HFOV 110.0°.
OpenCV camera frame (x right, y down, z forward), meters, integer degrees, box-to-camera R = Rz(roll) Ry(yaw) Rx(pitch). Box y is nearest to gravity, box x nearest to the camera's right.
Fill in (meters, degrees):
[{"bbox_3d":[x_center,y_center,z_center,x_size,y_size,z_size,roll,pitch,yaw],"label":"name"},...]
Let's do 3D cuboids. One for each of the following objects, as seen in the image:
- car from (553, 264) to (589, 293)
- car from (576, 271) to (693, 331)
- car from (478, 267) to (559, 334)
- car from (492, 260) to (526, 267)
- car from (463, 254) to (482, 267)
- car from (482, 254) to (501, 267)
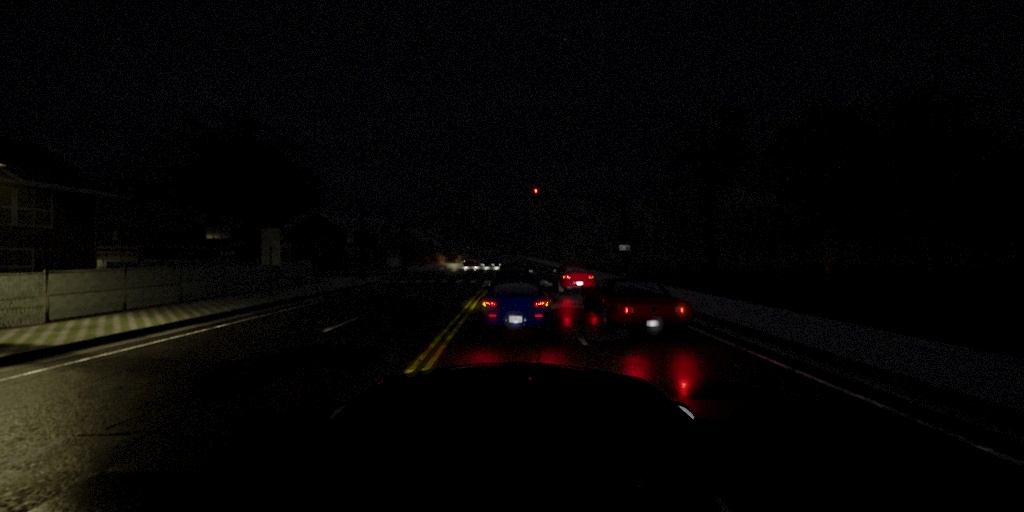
[{"bbox_3d":[3.338,1.166,19.843,1.812,1.442,4.674,0,0,1],"label":"car"},{"bbox_3d":[3.349,1.296,10.704,1.895,1.301,4.718,0,0,0],"label":"car"},{"bbox_3d":[0.096,1.224,10.258,1.812,1.442,4.674,0,0,0],"label":"car"},{"bbox_3d":[0.085,1.148,19.518,1.837,1.490,4.892,0,0,0],"label":"car"},{"bbox_3d":[-6.488,0.750,56.967,2.097,1.767,4.553,0,0,0],"label":"car"},{"bbox_3d":[-3.237,0.620,57.278,2.150,2.045,5.566,0,0,0],"label":"car"}]
